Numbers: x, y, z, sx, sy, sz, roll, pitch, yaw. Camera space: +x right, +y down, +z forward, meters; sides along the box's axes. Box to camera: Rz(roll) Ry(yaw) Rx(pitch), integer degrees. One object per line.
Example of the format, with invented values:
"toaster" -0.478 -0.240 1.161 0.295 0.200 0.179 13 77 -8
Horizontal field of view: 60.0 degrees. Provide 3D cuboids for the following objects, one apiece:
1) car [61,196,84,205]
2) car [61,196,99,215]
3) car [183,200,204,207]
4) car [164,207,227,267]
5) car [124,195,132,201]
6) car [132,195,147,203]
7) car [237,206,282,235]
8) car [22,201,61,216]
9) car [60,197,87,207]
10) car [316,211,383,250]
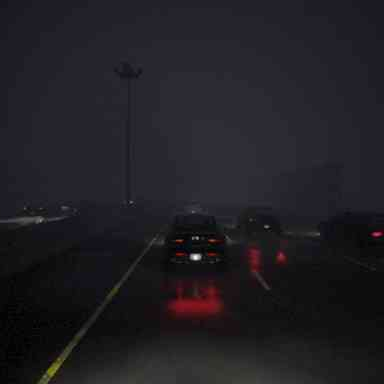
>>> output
"car" -20.927 1.414 58.495 2.033 1.411 5.357 0 0 2
"car" -10.597 1.419 32.667 2.128 1.511 4.902 0 0 0
"car" 0.097 1.456 30.654 1.812 1.442 4.674 0 0 0
"car" 0.100 1.479 11.288 1.837 1.490 4.892 0 0 0
"car" -13.564 1.380 73.398 1.994 1.385 4.181 0 0 1
"car" -10.221 1.354 66.777 1.837 1.490 4.892 0 0 1
"car" 3.610 1.484 18.348 1.812 1.442 4.674 0 0 0
"car" -14.100 1.529 31.579 1.895 1.301 4.718 0 0 0
"car" -17.555 1.435 49.602 2.033 1.411 5.357 0 0 1
"car" 7.099 1.516 14.114 2.033 1.411 5.357 0 0 0
